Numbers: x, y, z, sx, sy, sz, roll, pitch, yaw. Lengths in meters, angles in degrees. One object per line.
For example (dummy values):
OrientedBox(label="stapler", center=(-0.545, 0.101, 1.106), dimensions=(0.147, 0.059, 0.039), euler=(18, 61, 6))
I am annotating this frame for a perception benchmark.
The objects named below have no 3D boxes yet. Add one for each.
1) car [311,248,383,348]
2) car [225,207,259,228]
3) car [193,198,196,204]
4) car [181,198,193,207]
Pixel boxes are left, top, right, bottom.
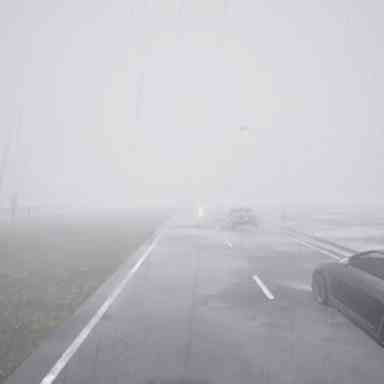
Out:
OrientedBox(label="car", center=(3.583, 1.626, 5.576), dimensions=(1.994, 1.385, 4.181), euler=(0, 0, 0))
OrientedBox(label="car", center=(3.586, 1.809, 24.392), dimensions=(2.033, 1.411, 5.357), euler=(0, -1, 0))
OrientedBox(label="car", center=(-0.036, 2.460, 86.798), dimensions=(1.895, 1.301, 4.718), euler=(0, -1, 0))
OrientedBox(label="car", center=(-1.254, 2.295, 69.574), dimensions=(1.812, 1.442, 4.674), euler=(0, -1, 0))
